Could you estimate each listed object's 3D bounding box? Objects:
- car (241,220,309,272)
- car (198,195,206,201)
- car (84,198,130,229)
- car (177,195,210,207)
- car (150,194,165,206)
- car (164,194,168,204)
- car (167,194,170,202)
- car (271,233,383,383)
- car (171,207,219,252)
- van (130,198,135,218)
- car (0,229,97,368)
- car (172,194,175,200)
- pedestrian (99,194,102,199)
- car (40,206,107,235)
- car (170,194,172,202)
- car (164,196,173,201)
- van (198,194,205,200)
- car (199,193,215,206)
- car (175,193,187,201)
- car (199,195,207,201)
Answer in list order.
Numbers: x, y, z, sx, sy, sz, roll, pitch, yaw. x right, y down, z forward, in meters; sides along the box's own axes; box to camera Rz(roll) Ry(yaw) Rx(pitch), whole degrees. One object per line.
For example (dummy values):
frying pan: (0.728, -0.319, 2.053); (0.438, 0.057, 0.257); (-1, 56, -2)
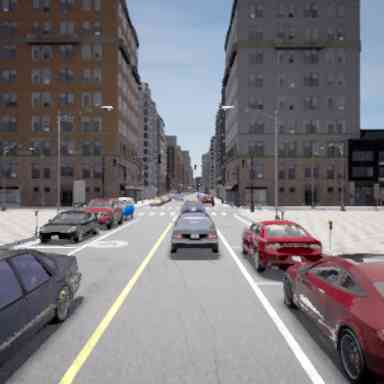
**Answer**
car: (2.666, 1.565, 10.724); (1.887, 1.381, 4.507); (0, 0, 0)
car: (2.653, 1.589, 88.599); (1.802, 1.307, 4.206); (0, 0, 0)
car: (-5.862, 1.356, 22.028); (2.192, 1.841, 5.009); (0, 0, 0)
car: (0.089, 1.403, 27.429); (2.097, 1.767, 4.553); (0, 0, 0)
car: (-5.867, 1.565, 54.515); (1.752, 1.417, 4.829); (0, 0, 0)
car: (-5.868, 1.601, 60.340); (1.947, 1.339, 4.313); (0, 0, 0)
car: (-5.868, 1.556, 65.825); (1.752, 1.417, 4.829); (0, 0, 0)
car: (2.667, 1.592, 5.084); (1.802, 1.307, 4.206); (0, 0, 0)
car: (0.097, 1.573, 13.933); (2.033, 1.411, 5.357); (0, 0, 0)
van: (-5.863, 1.390, 27.669); (1.690, 1.788, 3.998); (0, 0, 0)
car: (-3.101, 1.556, 4.431); (2.033, 1.411, 5.357); (0, 0, 0)
car: (-5.870, 1.335, 77.305); (2.192, 1.841, 5.009); (0, 0, 0)
pedestrian: (-12.560, 1.180, 45.634); (0.375, 1.860, 0.375); (0, 0, 1)
car: (-5.861, 1.596, 16.387); (1.947, 1.339, 4.313); (0, 0, 0)
car: (-5.869, 1.551, 71.480); (1.752, 1.417, 4.829); (0, 0, 0)
car: (-5.871, 1.596, 82.960); (1.802, 1.307, 4.206); (0, 0, 0)
van: (2.653, 1.342, 94.255); (1.690, 1.788, 3.998); (0, 0, 0)
car: (2.660, 1.354, 54.659); (2.192, 1.841, 5.009); (0, 0, 0)
car: (-3.015, 1.371, 81.117); (2.097, 1.767, 4.553); (0, 0, 0)
car: (2.654, 1.539, 83.112); (1.752, 1.417, 4.829); (0, 0, 0)
